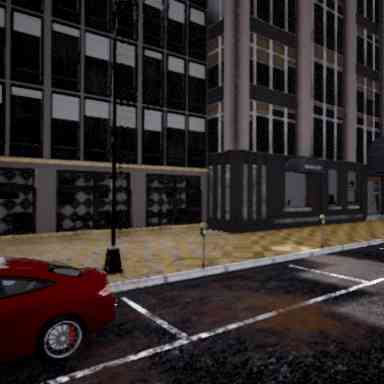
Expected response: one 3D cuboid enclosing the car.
[{"bbox_3d":[-3.095,1.582,4.347,4.206,1.307,1.802,0,0,-36],"label":"car"}]
